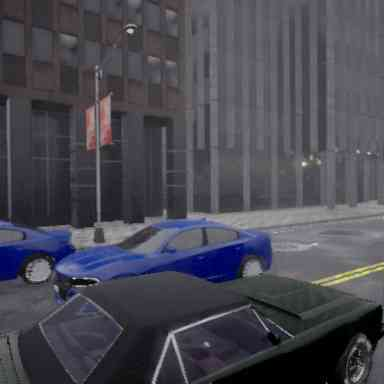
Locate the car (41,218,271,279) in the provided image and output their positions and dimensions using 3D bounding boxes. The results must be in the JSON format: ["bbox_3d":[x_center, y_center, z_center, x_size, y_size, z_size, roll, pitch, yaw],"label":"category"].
[{"bbox_3d":[-0.372,1.389,7.352,5.008,1.535,1.882,-2,1,-35],"label":"car"}]

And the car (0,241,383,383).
[{"bbox_3d":[0.016,1.557,3.414,4.718,1.301,1.895,-2,1,-35],"label":"car"}]

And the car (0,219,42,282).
[{"bbox_3d":[-5.357,1.471,7.808,5.008,1.535,1.882,-2,1,-35],"label":"car"}]
